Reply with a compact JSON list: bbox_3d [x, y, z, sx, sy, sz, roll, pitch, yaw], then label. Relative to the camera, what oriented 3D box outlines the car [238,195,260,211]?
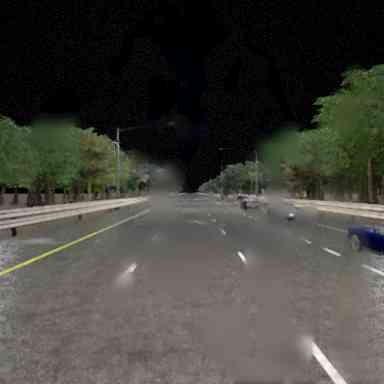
[{"bbox_3d":[6.991,1.498,40.309,2.128,1.511,4.902,0,0,0],"label":"car"}]

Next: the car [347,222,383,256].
[{"bbox_3d":[6.997,1.602,10.947,1.895,1.301,4.718,0,0,0],"label":"car"}]

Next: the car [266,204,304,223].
[{"bbox_3d":[6.994,1.567,25.311,1.994,1.385,4.181,0,0,0],"label":"car"}]
